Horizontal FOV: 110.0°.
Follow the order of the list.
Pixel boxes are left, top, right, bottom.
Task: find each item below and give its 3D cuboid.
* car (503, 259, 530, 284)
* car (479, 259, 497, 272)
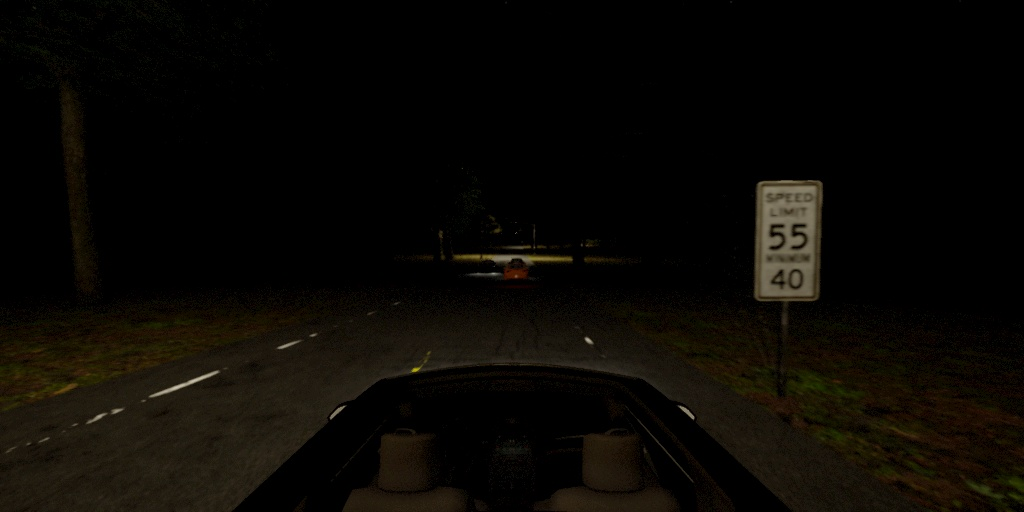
[{"bbox_3d":[0.340,1.267,27.905,1.882,1.535,5.008,0,0,1],"label":"car"},{"bbox_3d":[-2.943,1.170,44.741,1.882,1.535,5.008,0,1,1],"label":"car"}]
